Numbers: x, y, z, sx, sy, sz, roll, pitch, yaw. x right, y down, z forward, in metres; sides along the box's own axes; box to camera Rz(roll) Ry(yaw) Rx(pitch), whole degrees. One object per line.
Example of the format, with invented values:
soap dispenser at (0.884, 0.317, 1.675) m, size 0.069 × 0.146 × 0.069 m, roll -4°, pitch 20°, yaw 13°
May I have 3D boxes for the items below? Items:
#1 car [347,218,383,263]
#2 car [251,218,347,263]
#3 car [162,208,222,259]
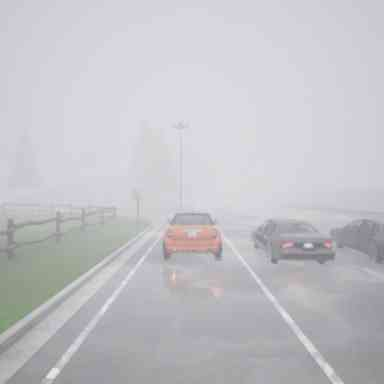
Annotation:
car at (7.018, 1.684, 12.545) m, size 2.033 × 1.411 × 5.357 m, roll 0°, pitch -1°, yaw 0°
car at (3.517, 1.684, 12.516) m, size 2.033 × 1.411 × 5.357 m, roll 0°, pitch -1°, yaw 0°
car at (0.029, 1.497, 13.436) m, size 2.097 × 1.767 × 4.553 m, roll 0°, pitch -1°, yaw 0°
